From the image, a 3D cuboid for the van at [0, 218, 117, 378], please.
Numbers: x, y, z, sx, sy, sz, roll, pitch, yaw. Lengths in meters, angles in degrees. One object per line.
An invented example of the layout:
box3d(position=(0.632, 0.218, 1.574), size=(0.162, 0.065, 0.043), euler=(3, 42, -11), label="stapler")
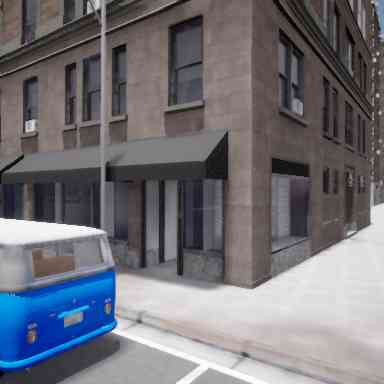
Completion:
box3d(position=(-2.975, 1.339, 5.199), size=(3.998, 1.788, 1.690), euler=(0, 0, 36), label="van")
